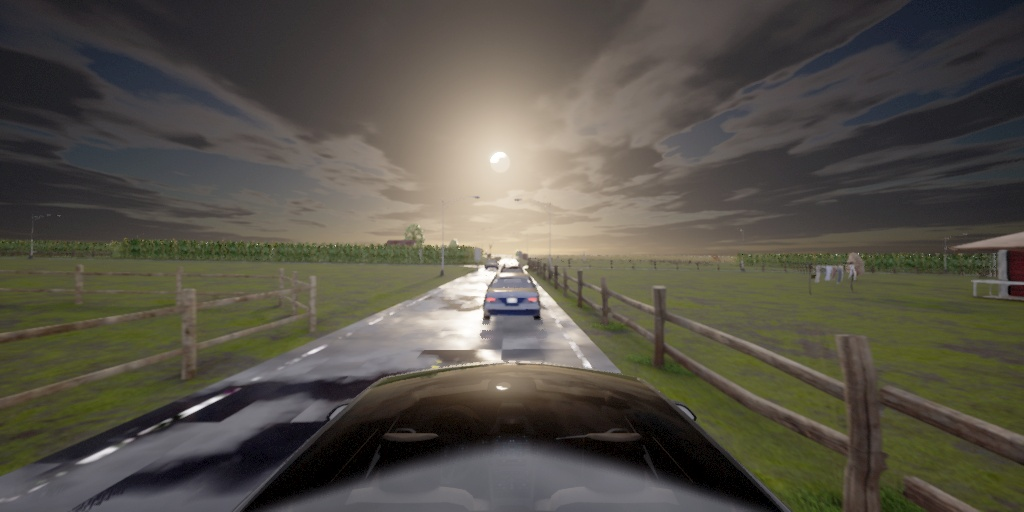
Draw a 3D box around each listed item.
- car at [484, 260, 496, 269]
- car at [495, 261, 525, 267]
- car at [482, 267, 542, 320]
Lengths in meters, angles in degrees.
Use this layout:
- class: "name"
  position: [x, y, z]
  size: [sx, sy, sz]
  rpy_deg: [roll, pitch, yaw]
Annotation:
- class: "car"
  position: [-2.834, 1.242, 50.628]
  size: [2.033, 1.411, 5.357]
  rpy_deg: [0, 0, 0]
- class: "car"
  position: [0.009, 1.210, 29.670]
  size: [2.128, 1.511, 4.902]
  rpy_deg: [0, 0, 0]
- class: "car"
  position: [0.007, 1.285, 12.509]
  size: [2.033, 1.411, 5.357]
  rpy_deg: [0, 0, 0]
